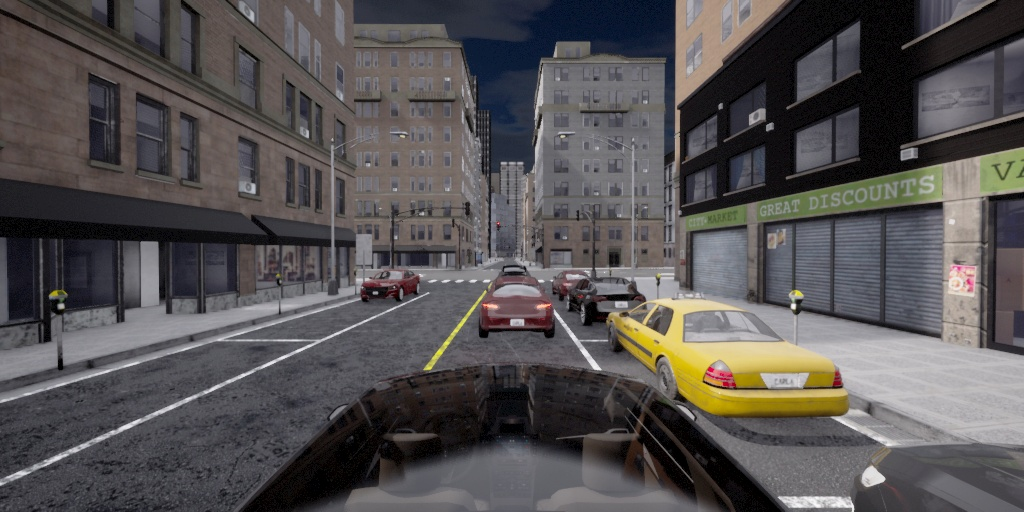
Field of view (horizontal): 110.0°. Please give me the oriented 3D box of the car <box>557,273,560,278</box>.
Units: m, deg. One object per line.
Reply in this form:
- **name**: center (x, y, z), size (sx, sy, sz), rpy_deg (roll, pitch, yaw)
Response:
- **car**: center (2.898, 1.326, 17.087), size (1.802, 1.307, 4.207), rpy_deg (0, 0, 0)

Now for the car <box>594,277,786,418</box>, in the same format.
- **car**: center (2.881, 1.274, 6.085), size (1.751, 1.417, 4.829), rpy_deg (0, 0, 0)

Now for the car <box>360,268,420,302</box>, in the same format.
- **car**: center (-5.648, 1.289, 17.098), size (1.888, 1.381, 4.507), rpy_deg (0, 0, 0)

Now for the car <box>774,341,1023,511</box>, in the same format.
- **car**: center (2.871, 1.301, 0.330), size (2.007, 1.370, 4.403), rpy_deg (0, 0, 0)

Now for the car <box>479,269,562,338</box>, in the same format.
- **car**: center (0.106, 1.273, 10.067), size (1.812, 1.442, 4.674), rpy_deg (0, 0, 0)

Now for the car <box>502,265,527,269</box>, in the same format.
- **car**: center (0.126, 1.248, 20.346), size (1.837, 1.490, 4.892), rpy_deg (0, 0, 0)

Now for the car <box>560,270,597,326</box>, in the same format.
- **car**: center (2.889, 1.312, 11.502), size (1.948, 1.339, 4.313), rpy_deg (0, 0, 0)
